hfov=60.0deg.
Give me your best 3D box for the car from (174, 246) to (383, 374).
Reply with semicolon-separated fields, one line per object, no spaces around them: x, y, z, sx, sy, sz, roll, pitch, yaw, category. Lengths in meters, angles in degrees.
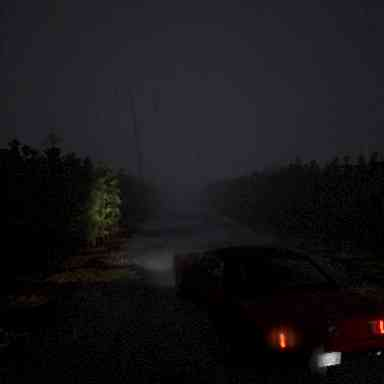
0.989;1.635;5.937;1.895;1.301;4.718;0;0;-15;car
